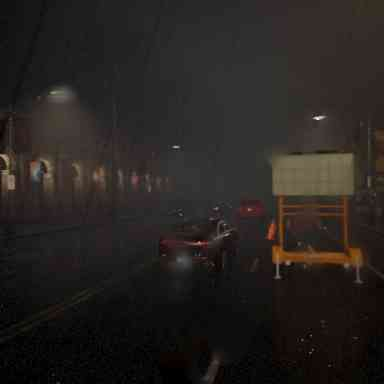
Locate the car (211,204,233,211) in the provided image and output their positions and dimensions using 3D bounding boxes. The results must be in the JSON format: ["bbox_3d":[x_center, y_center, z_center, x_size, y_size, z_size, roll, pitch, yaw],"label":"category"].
[{"bbox_3d":[3.327,1.952,35.898,2.033,1.411,5.357,-1,-1,15],"label":"car"}]

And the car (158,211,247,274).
[{"bbox_3d":[0.412,1.623,11.153,2.128,1.511,4.902,-1,-1,15],"label":"car"}]

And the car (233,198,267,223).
[{"bbox_3d":[5.287,1.527,29.054,2.150,2.045,5.566,-1,-1,15],"label":"car"}]

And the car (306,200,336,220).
[{"bbox_3d":[13.669,1.661,35.086,2.185,1.767,4.553,-1,-1,15],"label":"car"}]

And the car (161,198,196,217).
[{"bbox_3d":[-1.213,1.625,32.574,2.150,2.045,5.566,-1,-1,15],"label":"car"}]

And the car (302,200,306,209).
[{"bbox_3d":[19.733,2.021,56.160,2.161,1.482,4.786,-1,-1,15],"label":"car"}]

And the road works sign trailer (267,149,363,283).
[{"bbox_3d":[3.646,0.556,10.130,2.380,3.560,2.880,-1,-1,15],"label":"road works sign trailer"}]
